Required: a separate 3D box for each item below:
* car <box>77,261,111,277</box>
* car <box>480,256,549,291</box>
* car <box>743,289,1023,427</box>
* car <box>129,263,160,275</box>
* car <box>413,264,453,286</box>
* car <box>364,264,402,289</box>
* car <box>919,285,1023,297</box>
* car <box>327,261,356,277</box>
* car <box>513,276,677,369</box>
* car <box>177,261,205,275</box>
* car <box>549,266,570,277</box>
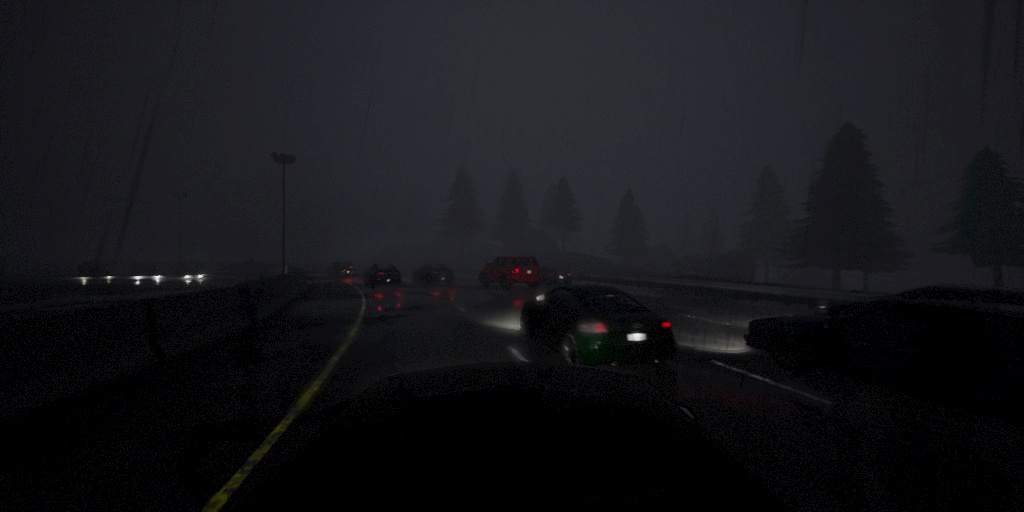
[{"bbox_3d":[-41.892,1.226,35.921,5.008,1.535,1.882,0,0,36],"label":"car"},{"bbox_3d":[-0.201,1.020,22.811,2.150,2.045,5.566,0,-1,-26],"label":"car"},{"bbox_3d":[6.069,1.318,4.859,2.033,1.411,5.357,0,0,-13],"label":"car"},{"bbox_3d":[-39.089,1.359,38.152,4.718,1.301,1.895,0,0,38],"label":"car"},{"bbox_3d":[-5.739,1.288,25.813,2.128,1.511,4.902,0,0,-29],"label":"car"},{"bbox_3d":[-8.663,1.277,23.886,2.128,1.511,4.902,0,0,-29],"label":"car"},{"bbox_3d":[8.973,1.308,7.288,1.812,1.442,4.674,0,0,-14],"label":"car"},{"bbox_3d":[-17.484,1.304,36.738,1.837,1.490,4.892,0,0,-40],"label":"car"},{"bbox_3d":[1.587,1.332,7.947,1.994,1.385,4.181,0,0,-15],"label":"car"},{"bbox_3d":[-35.828,1.261,39.972,4.902,1.511,2.128,0,0,39],"label":"car"},{"bbox_3d":[2.376,1.377,25.301,1.994,1.385,4.181,0,0,-26],"label":"car"}]
